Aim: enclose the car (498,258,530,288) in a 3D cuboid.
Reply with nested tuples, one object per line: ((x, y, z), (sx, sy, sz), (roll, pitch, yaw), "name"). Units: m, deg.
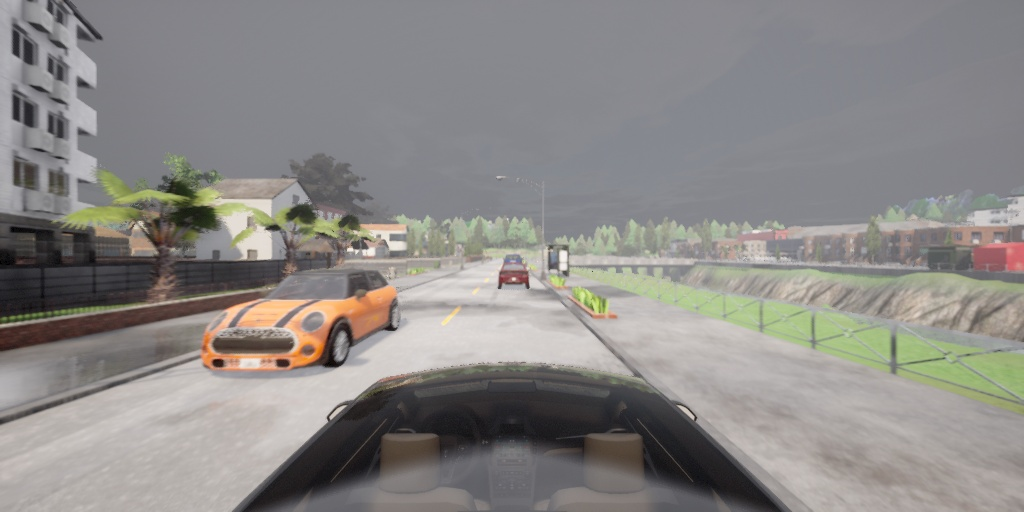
((0.106, 1.143, 22.954), (1.882, 1.535, 5.008), (0, 1, 0), "car")

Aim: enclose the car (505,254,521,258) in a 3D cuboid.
((0.112, 0.812, 41.594), (2.150, 2.045, 5.566), (0, 0, 0), "car")

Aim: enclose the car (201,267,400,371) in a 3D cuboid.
((-4.085, 1.078, 7.838), (2.097, 1.767, 4.553), (0, 0, 0), "car")
